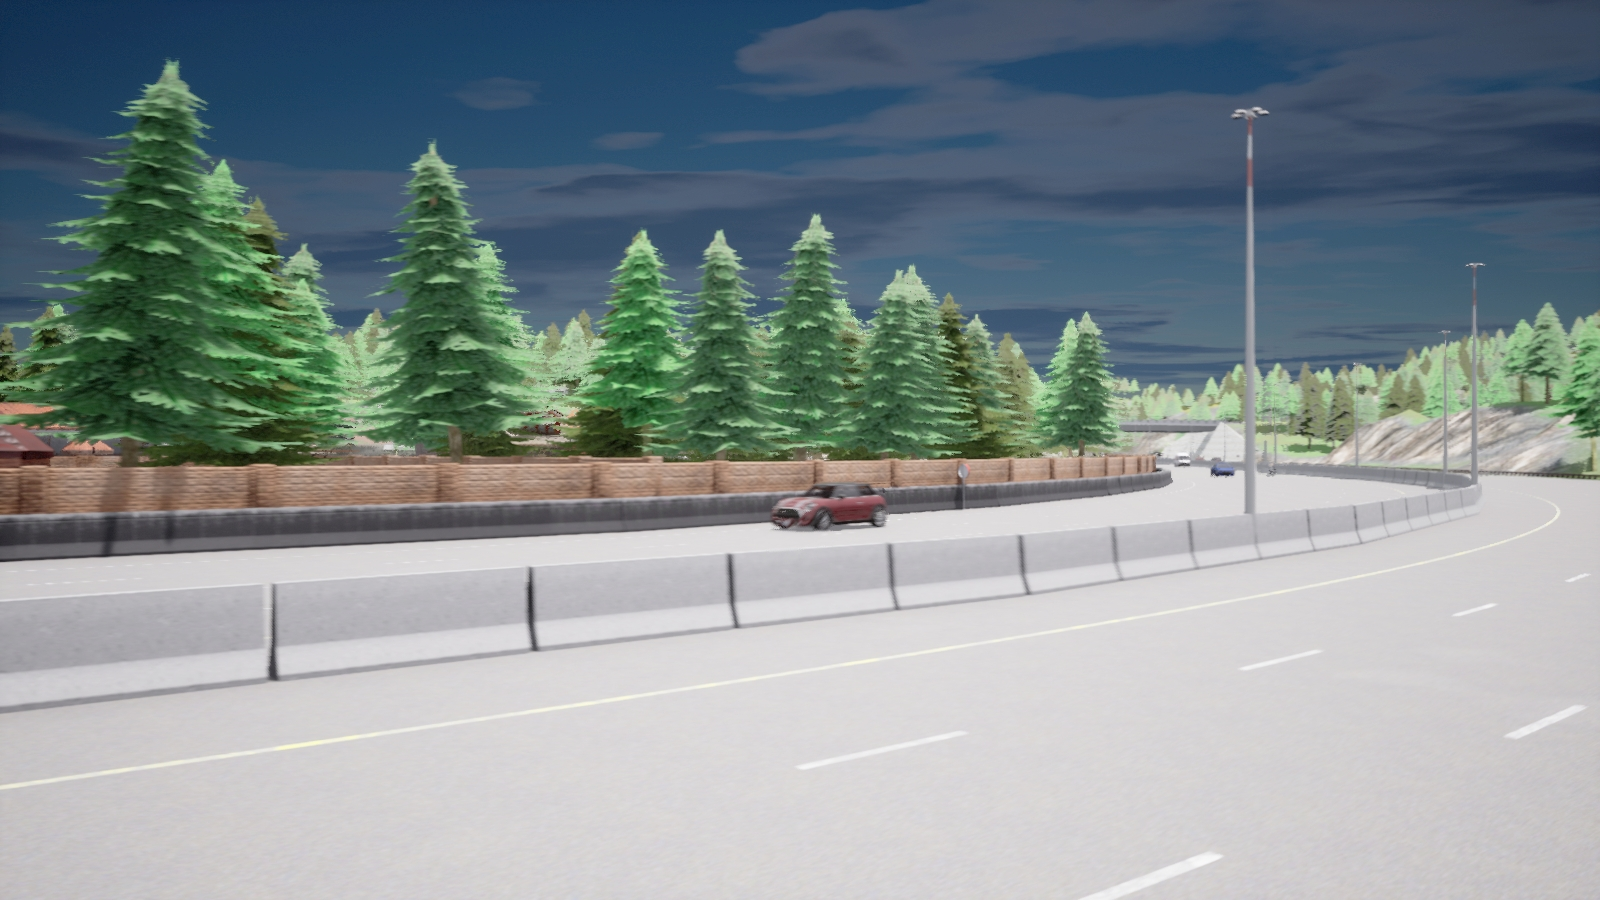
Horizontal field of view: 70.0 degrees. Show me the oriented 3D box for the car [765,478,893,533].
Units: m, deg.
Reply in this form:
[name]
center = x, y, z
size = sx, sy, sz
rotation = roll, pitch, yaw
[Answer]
[car]
center = 1.103, 1.965, 41.526
size = 2.097, 1.767, 4.553
rotation = 0, 0, 45
